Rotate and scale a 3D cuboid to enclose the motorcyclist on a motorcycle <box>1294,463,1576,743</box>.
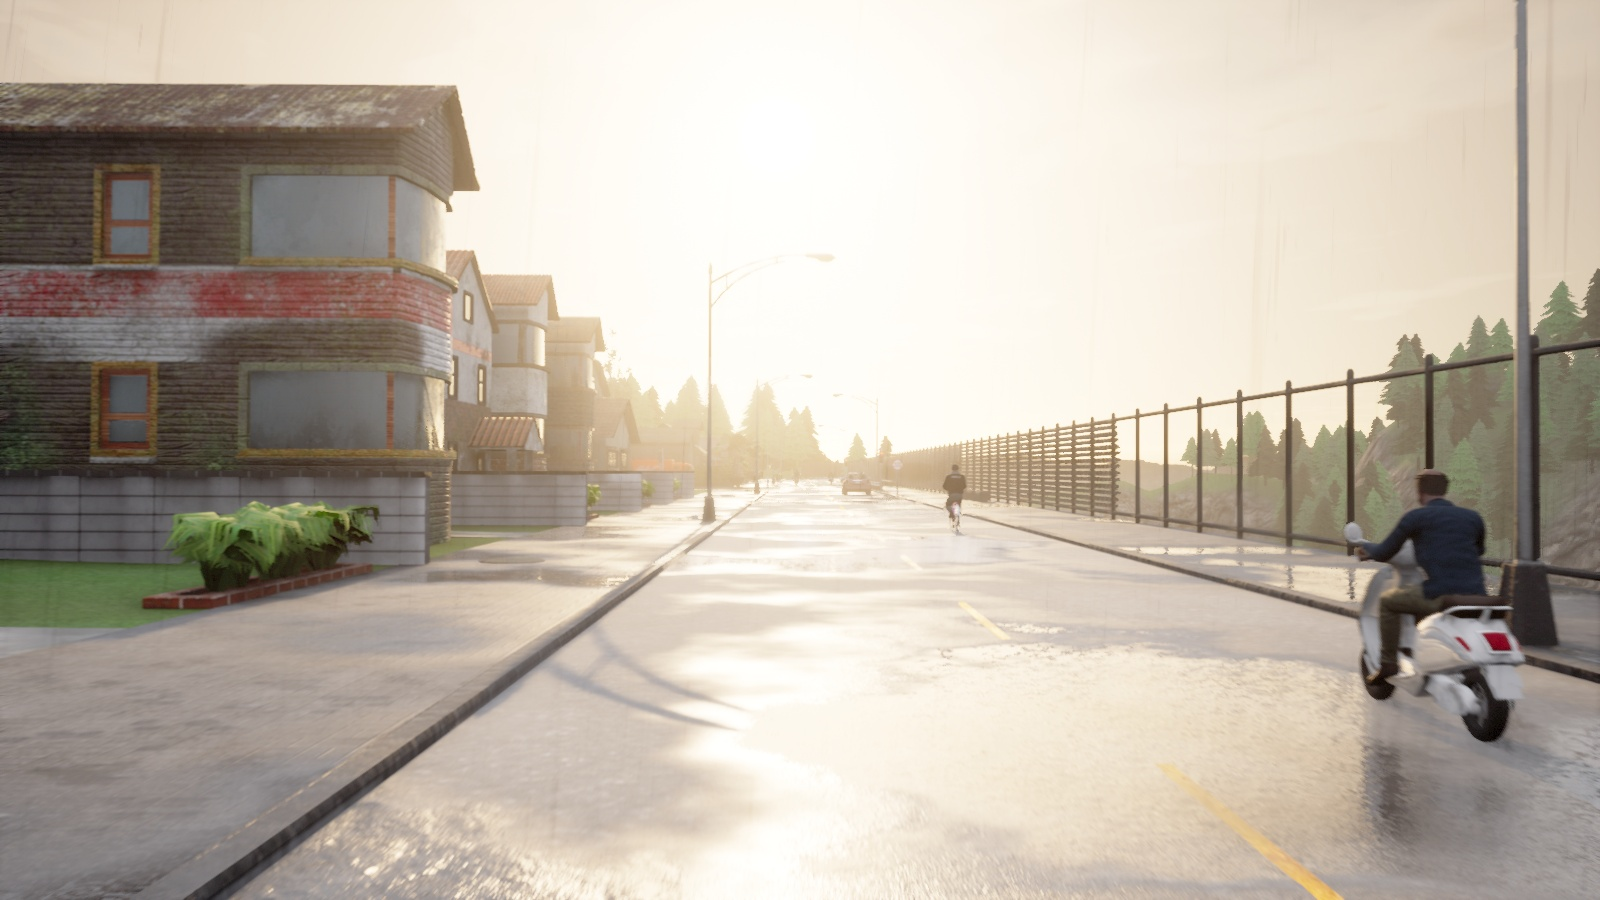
[{"bbox_3d":[3.980,0.887,8.074,0.866,1.590,1.817,0,-1,0],"label":"motorcyclist on a motorcycle"}]

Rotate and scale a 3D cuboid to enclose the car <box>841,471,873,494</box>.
[{"bbox_3d":[3.794,2.174,84.190,1.970,1.475,3.806,0,-1,0],"label":"car"}]

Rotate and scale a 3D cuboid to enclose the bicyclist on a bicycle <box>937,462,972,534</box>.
[{"bbox_3d":[3.922,1.206,32.036,0.659,1.776,1.843,0,-1,0],"label":"bicyclist on a bicycle"}]
